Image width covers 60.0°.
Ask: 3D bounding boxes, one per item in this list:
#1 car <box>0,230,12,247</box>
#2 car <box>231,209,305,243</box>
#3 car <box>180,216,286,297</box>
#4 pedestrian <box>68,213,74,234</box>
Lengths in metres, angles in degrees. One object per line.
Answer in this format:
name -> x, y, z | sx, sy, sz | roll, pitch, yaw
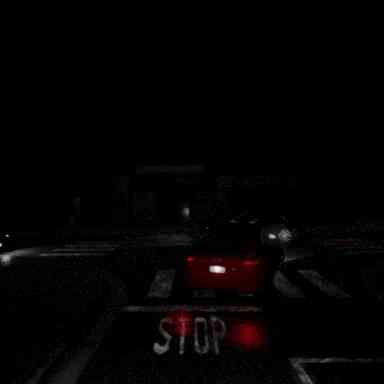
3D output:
car -> -10.051, 1.691, 12.895 | 5.357, 1.411, 2.033 | -1, -1, 1
car -> 2.781, 1.591, 15.788 | 4.892, 1.490, 1.837 | -1, -1, 0
car -> 1.235, 1.601, 8.951 | 1.994, 1.385, 4.181 | 0, 0, 20
pedestrian -> -6.819, 1.773, 18.739 | 0.500, 1.100, 0.500 | 0, -1, 0
